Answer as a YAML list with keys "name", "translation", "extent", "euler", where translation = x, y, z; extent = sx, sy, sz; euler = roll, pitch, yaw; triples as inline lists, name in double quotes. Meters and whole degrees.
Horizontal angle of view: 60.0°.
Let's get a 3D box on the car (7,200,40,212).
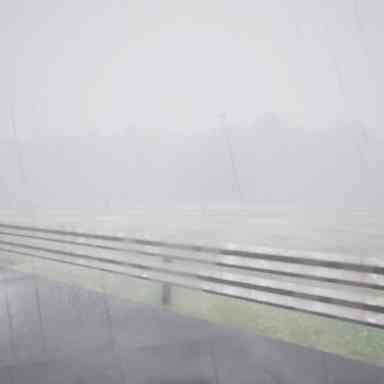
- name: "car"
  translation: [-21.223, 1.777, 42.135]
  extent: [4.674, 1.442, 1.812]
  euler: [0, 0, 15]
